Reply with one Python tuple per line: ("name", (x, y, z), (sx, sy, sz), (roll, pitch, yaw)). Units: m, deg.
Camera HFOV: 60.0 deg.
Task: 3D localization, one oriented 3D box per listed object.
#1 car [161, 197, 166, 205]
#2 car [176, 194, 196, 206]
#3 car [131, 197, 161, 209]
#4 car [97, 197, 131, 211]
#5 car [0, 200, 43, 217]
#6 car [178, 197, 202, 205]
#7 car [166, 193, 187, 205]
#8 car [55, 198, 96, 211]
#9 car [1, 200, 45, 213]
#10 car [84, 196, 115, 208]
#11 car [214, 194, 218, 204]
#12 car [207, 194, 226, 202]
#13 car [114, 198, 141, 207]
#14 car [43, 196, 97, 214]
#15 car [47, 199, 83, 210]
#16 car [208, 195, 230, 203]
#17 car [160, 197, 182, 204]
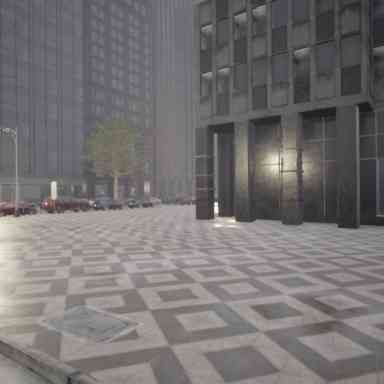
("car", (-7.210, 1.544, 57.819), (1.752, 1.417, 4.829), (-1, 0, 35))
("car", (-0.104, 1.462, 53.108), (1.887, 1.381, 4.507), (-1, 0, 35))
("car", (-6.516, 1.508, 43.830), (1.947, 1.339, 4.313), (-1, 0, 35))
("car", (-9.721, 1.524, 39.192), (1.947, 1.339, 4.313), (-1, 0, 35))
("car", (-16.133, 1.575, 29.914), (1.802, 1.307, 4.206), (-1, 0, 35))
("car", (-0.298, 1.505, 57.339), (1.994, 1.385, 4.181), (-1, 0, 34))
("car", (-2.790, 1.199, 59.208), (2.150, 2.045, 5.566), (-1, -1, 35))
("car", (-14.694, 1.553, 42.134), (1.812, 1.442, 4.674), (-1, 0, 35))
("car", (-19.938, 1.641, 39.403), (1.947, 1.339, 4.313), (-1, 0, 35))
("car", (-13.527, 1.483, 48.681), (1.967, 1.590, 4.097), (-1, 0, 35))
("car", (3.100, 1.222, 57.748), (2.192, 1.841, 5.009), (-1, 0, 35))
("car", (5.711, 1.295, 76.518), (2.192, 1.841, 5.009), (-1, 0, 35))
("car", (-10.319, 1.612, 53.320), (1.802, 1.307, 4.206), (-1, 0, 35))
("car", (-12.929, 1.289, 34.555), (2.192, 1.841, 5.009), (-1, 0, 35))
("car", (-16.732, 1.641, 44.042), (1.802, 1.307, 4.206), (-1, 0, 35))
("car", (5.374, 1.416, 65.560), (2.128, 1.511, 4.902), (-1, 0, 35))
("car", (-3.906, 1.573, 62.599), (1.947, 1.339, 4.313), (-1, 0, 35))
